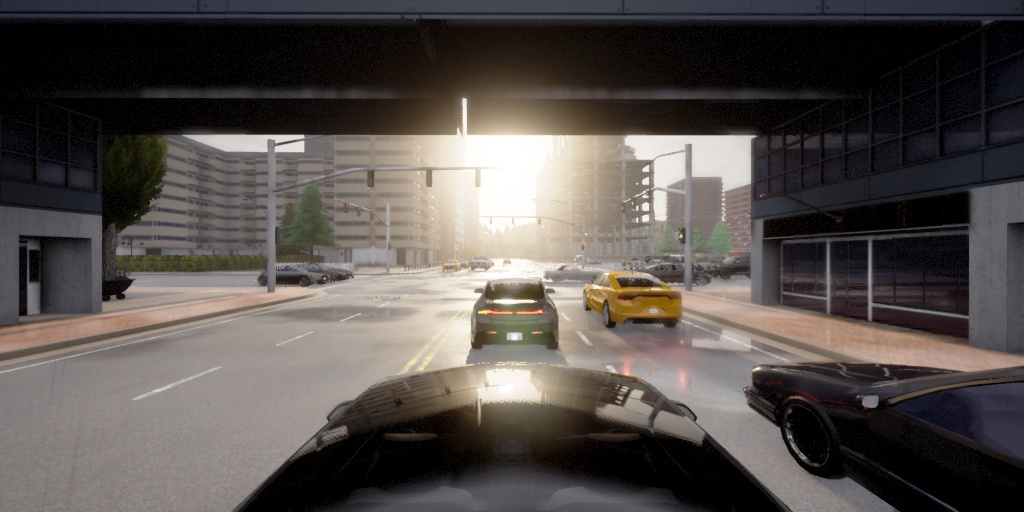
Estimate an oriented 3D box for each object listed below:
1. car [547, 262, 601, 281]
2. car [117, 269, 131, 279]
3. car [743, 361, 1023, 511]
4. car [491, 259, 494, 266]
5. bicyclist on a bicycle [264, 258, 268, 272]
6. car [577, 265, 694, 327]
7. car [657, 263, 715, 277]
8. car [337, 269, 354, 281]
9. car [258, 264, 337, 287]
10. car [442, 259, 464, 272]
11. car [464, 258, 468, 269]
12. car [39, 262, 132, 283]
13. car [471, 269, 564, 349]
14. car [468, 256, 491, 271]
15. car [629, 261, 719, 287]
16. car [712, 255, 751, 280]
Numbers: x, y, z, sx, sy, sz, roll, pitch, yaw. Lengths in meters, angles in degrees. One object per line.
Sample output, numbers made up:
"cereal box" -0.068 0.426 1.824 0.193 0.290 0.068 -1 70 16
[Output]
"car" 4.754 1.351 27.710 4.718 1.301 1.895 0 0 -1
"car" -28.834 1.297 23.894 5.357 1.411 2.033 0 0 0
"car" 3.600 1.297 1.668 2.033 1.411 5.357 0 0 0
"car" -4.553 1.241 60.280 2.128 1.511 4.902 0 0 0
"bicyclist on a bicycle" -25.997 1.051 38.388 0.582 1.620 1.656 0 0 0
"car" 3.578 1.228 11.495 1.882 1.535 5.008 0 0 0
"car" 16.890 1.351 34.896 4.718 1.301 1.895 0 0 0
"car" -15.149 1.297 27.580 5.357 1.411 2.033 0 0 -2
"car" -14.380 1.313 23.785 4.181 1.385 1.994 0 0 2
"car" -7.992 1.228 47.657 1.882 1.535 5.008 0 0 0
"car" -8.044 1.228 57.229 1.882 1.535 5.008 0 0 0
"car" -32.440 1.254 27.384 4.892 1.490 1.837 0 0 0
"car" 0.066 1.255 9.124 1.837 1.490 4.892 0 0 0
"car" -4.508 0.971 50.539 2.150 2.045 5.566 0 0 0
"car" 10.835 1.255 24.221 4.892 1.490 1.837 0 0 0
"car" 19.903 0.971 31.357 5.566 2.045 2.150 0 0 1
